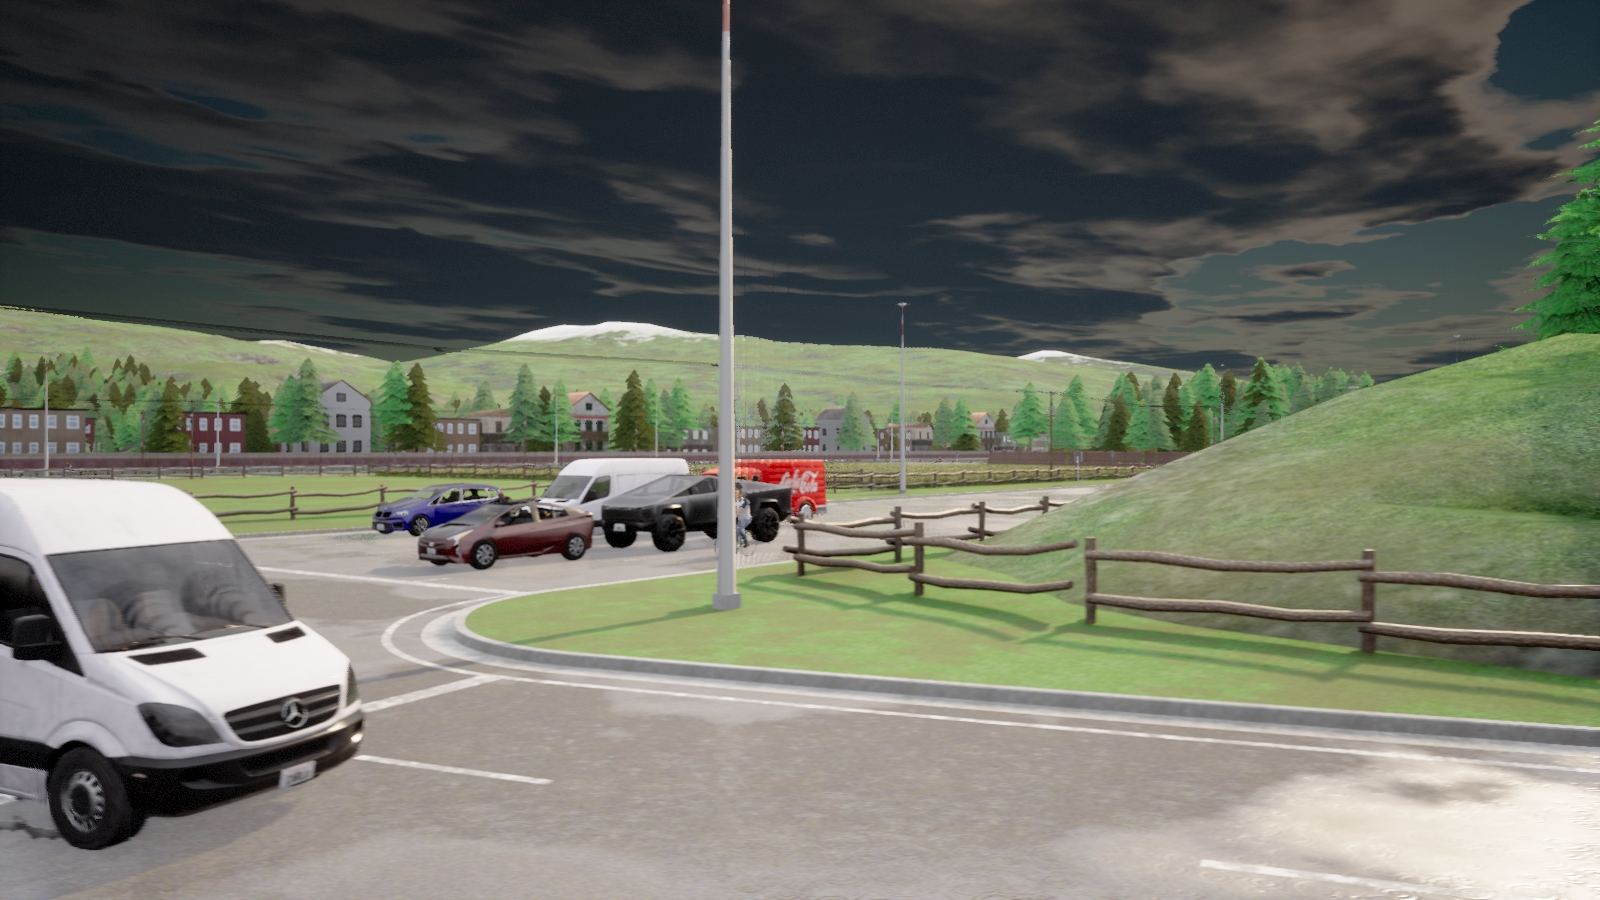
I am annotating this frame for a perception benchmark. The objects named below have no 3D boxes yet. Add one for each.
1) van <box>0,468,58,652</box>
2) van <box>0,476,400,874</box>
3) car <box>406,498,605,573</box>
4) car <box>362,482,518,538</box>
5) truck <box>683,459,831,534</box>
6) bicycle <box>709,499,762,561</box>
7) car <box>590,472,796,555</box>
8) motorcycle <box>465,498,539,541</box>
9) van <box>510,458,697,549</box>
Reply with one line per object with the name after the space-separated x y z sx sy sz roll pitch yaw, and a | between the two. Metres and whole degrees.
-13.949 1.555 17.269 5.915 2.561 1.988 0 0 28 | van
-6.413 1.545 9.713 5.915 2.561 1.988 0 0 24 | van
-7.241 2.059 28.511 2.007 1.525 4.514 0 0 38 | car
-12.249 1.996 39.068 2.242 1.667 4.611 0 0 39 | car
-1.473 1.585 41.469 2.627 2.467 5.204 0 0 38 | truck
-1.669 2.070 29.884 0.373 1.496 1.643 0 0 39 | bicycle
-3.009 1.771 33.807 2.390 2.098 6.274 0 0 39 | car
-9.580 2.230 36.804 0.867 1.251 2.209 0 0 39 | motorcycle
-5.999 1.555 35.683 1.988 2.561 5.915 0 0 39 | van
